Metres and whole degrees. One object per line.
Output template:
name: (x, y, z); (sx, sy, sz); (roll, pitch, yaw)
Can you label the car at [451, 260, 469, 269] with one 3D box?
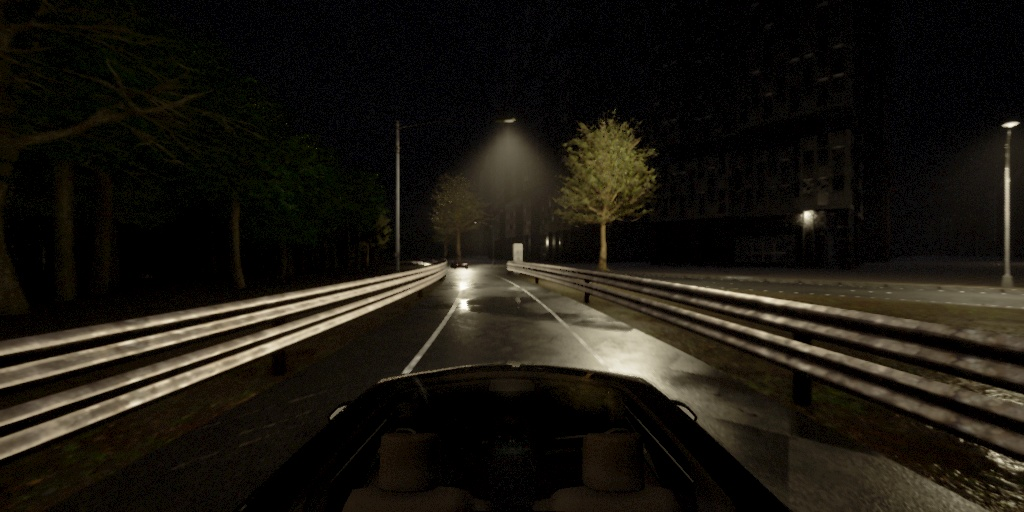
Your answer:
car: (-7.469, 1.186, 50.531); (1.895, 1.301, 4.718); (0, 0, -18)
